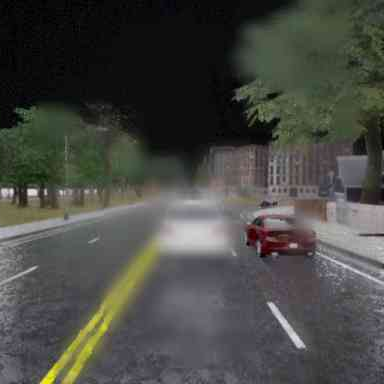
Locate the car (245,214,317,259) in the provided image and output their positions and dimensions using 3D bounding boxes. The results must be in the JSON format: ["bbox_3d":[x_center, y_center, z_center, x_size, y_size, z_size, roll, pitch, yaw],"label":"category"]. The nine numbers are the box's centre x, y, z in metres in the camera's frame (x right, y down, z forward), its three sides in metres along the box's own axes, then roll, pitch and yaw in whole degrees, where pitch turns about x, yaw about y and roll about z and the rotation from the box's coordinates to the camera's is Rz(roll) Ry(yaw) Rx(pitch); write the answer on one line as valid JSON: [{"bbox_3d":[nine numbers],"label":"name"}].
[{"bbox_3d":[3.320,1.615,13.299,1.882,1.535,5.008,0,-1,0],"label":"car"}]

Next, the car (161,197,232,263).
[{"bbox_3d":[0.065,1.355,12.721,2.150,2.045,5.566,0,0,0],"label":"car"}]

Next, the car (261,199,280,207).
[{"bbox_3d":[14.156,1.968,60.023,1.837,1.490,4.892,-1,0,38],"label":"car"}]

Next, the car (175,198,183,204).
[{"bbox_3d":[-3.245,2.303,86.588,1.895,1.301,4.718,0,0,0],"label":"car"}]

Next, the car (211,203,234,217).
[{"bbox_3d":[3.258,1.926,36.769,2.033,1.411,5.357,0,-1,0],"label":"car"}]

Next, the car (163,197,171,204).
[{"bbox_3d":[-6.495,2.186,86.617,1.882,1.535,5.008,0,0,0],"label":"car"}]
